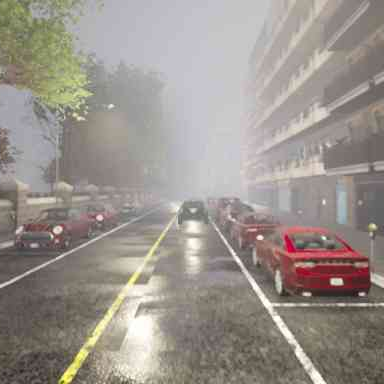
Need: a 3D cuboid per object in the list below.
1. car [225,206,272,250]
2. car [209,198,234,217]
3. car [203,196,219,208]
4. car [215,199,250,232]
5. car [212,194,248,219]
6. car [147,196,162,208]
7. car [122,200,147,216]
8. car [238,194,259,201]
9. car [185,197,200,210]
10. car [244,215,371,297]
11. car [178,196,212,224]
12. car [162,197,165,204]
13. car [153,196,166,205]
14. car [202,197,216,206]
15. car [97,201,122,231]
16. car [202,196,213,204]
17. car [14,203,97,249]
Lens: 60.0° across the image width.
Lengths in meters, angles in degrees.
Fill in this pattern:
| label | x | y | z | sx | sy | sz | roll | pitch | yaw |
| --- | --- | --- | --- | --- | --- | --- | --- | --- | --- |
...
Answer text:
| label | x | y | z | sx | sy | sz | roll | pitch | yaw |
| --- | --- | --- | --- | --- | --- | --- | --- | --- | --- |
| car | 2.682 | 1.514 | 14.034 | 1.887 | 1.381 | 4.507 | 0 | 0 | 0 |
| car | 2.673 | 1.377 | 30.924 | 1.967 | 1.590 | 4.097 | 0 | 0 | 0 |
| car | 2.664 | 1.349 | 47.814 | 1.967 | 1.590 | 4.097 | 0 | 0 | 0 |
| car | 2.679 | 1.399 | 19.663 | 1.967 | 1.590 | 4.097 | 0 | 0 | 0 |
| car | 2.675 | 1.263 | 25.293 | 2.192 | 1.841 | 5.009 | 0 | 0 | 0 |
| car | -5.716 | 1.434 | 47.640 | 1.752 | 1.417 | 4.829 | 0 | 0 | 0 |
| car | -5.707 | 1.488 | 30.919 | 2.008 | 1.369 | 4.403 | 0 | 0 | 0 |
| car | 14.570 | 1.457 | 86.075 | 5.009 | 1.841 | 2.192 | 1 | -1 | 0 |
| car | 0.078 | 1.423 | 41.963 | 1.837 | 1.490 | 4.892 | 0 | 0 | 0 |
| car | 2.685 | 1.526 | 8.403 | 1.887 | 1.381 | 4.507 | 0 | 0 | 0 |
| car | 0.087 | 1.302 | 24.352 | 2.097 | 1.767 | 4.553 | 0 | 0 | 0 |
| car | -5.719 | 1.452 | 53.440 | 2.008 | 1.369 | 4.403 | 0 | 0 | 0 |
| car | -5.723 | 1.420 | 58.901 | 1.752 | 1.417 | 4.829 | 0 | 0 | 0 |
| car | 2.661 | 1.467 | 53.445 | 1.947 | 1.339 | 4.313 | 0 | 0 | 0 |
| car | -5.702 | 1.399 | 19.657 | 1.967 | 1.590 | 4.097 | 0 | 0 | 0 |
| car | 2.658 | 1.420 | 59.246 | 1.752 | 1.417 | 4.829 | 0 | 0 | 0 |
| car | -5.699 | 1.410 | 14.029 | 1.967 | 1.590 | 4.097 | 0 | 0 | 0 |
